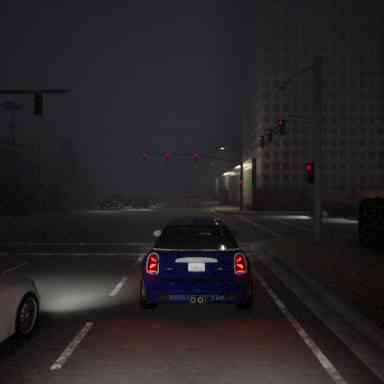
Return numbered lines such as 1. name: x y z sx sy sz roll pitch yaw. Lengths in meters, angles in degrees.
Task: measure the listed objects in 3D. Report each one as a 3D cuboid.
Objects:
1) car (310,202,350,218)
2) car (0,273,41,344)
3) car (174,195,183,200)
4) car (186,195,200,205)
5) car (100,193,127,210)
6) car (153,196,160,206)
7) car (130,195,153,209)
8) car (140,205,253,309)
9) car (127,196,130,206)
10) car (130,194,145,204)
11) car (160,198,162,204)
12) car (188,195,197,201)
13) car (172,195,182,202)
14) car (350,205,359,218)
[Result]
1. car: 12.999 1.615 30.415 4.181 1.385 1.994 0 0 0
2. car: -3.433 1.525 3.599 1.812 1.442 4.674 0 0 1
3. car: -3.368 1.412 83.754 1.895 1.301 4.718 0 0 0
4. car: 0.194 1.345 52.459 2.097 1.767 4.553 0 0 0
5. car: -10.521 1.216 44.067 2.150 2.045 5.566 0 0 0
6. car: -6.993 1.498 55.195 1.837 1.490 4.892 0 0 0
7. car: -7.012 1.520 46.301 1.812 1.442 4.674 0 0 0
8. car: 0.095 1.351 8.032 2.097 1.767 4.553 0 0 0
9. car: -10.500 1.471 53.839 1.882 1.535 5.008 0 0 0
10. car: -10.449 1.344 63.619 2.097 1.767 4.553 0 0 1
11. car: -6.940 1.556 65.241 1.994 1.385 4.181 0 0 0
12. car: 0.132 1.529 83.814 2.033 1.411 5.357 0 0 0
13. car: -3.384 1.460 73.501 1.882 1.535 5.008 0 0 0
14. car: 15.844 1.557 26.915 4.892 1.490 1.837 0 0 0
